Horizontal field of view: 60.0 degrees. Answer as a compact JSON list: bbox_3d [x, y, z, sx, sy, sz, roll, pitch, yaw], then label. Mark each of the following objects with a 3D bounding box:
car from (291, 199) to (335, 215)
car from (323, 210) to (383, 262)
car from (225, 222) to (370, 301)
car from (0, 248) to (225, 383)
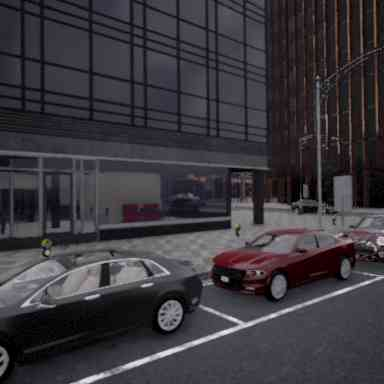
[{"bbox_3d":[12.125,1.506,32.834,1.837,1.490,4.892,0,1,-38],"label":"car"},{"bbox_3d":[6.831,1.542,11.940,4.097,1.590,1.967,0,-1,-37],"label":"car"},{"bbox_3d":[2.501,1.650,8.618,4.507,1.381,1.887,0,-1,-37],"label":"car"},{"bbox_3d":[-1.830,1.659,5.298,4.403,1.369,2.008,0,-1,-37],"label":"car"}]
